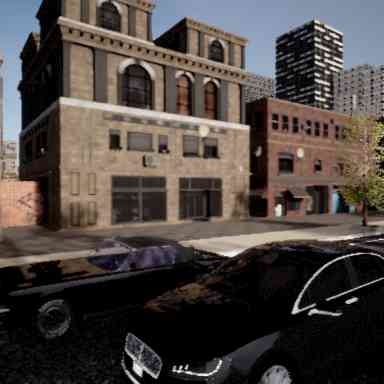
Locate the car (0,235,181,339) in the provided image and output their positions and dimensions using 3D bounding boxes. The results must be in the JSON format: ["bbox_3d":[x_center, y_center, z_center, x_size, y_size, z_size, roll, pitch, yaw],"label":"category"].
[{"bbox_3d":[-1.377,1.609,6.694,4.718,1.301,1.895,0,0,-35],"label":"car"}]

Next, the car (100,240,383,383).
[{"bbox_3d":[1.441,1.516,4.710,4.892,1.490,1.837,0,0,-35],"label":"car"}]
